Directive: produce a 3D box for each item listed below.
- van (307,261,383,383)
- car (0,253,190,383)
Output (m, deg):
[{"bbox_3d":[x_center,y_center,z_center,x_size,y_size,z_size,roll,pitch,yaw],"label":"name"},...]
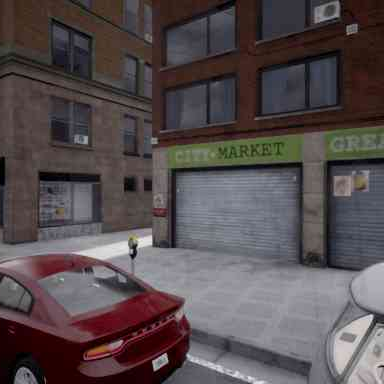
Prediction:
[{"bbox_3d":[2.482,1.341,1.306,3.998,1.788,1.690,0,0,35],"label":"van"},{"bbox_3d":[-2.127,1.544,4.592,4.507,1.381,1.887,0,0,35],"label":"car"}]
